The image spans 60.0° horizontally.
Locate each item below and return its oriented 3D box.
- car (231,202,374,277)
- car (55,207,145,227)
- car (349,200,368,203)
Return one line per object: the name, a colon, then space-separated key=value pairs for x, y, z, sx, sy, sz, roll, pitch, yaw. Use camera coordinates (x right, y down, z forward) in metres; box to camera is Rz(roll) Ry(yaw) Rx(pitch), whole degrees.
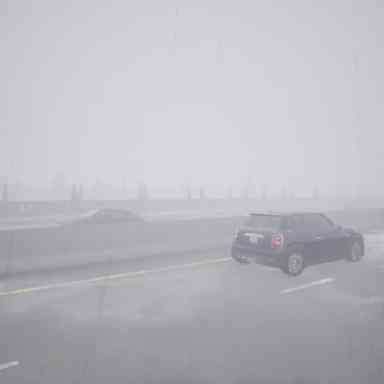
car: x=3.451 y=1.352 z=10.508 sx=4.553 sy=1.767 sz=2.097 roll=0 pitch=0 yaw=-36
car: x=-4.800 y=1.524 z=17.747 sx=4.674 sy=1.442 sz=1.812 roll=0 pitch=0 yaw=-36
car: x=19.349 y=1.601 z=39.227 sx=4.718 sy=1.301 sz=1.895 roll=0 pitch=0 yaw=-35
